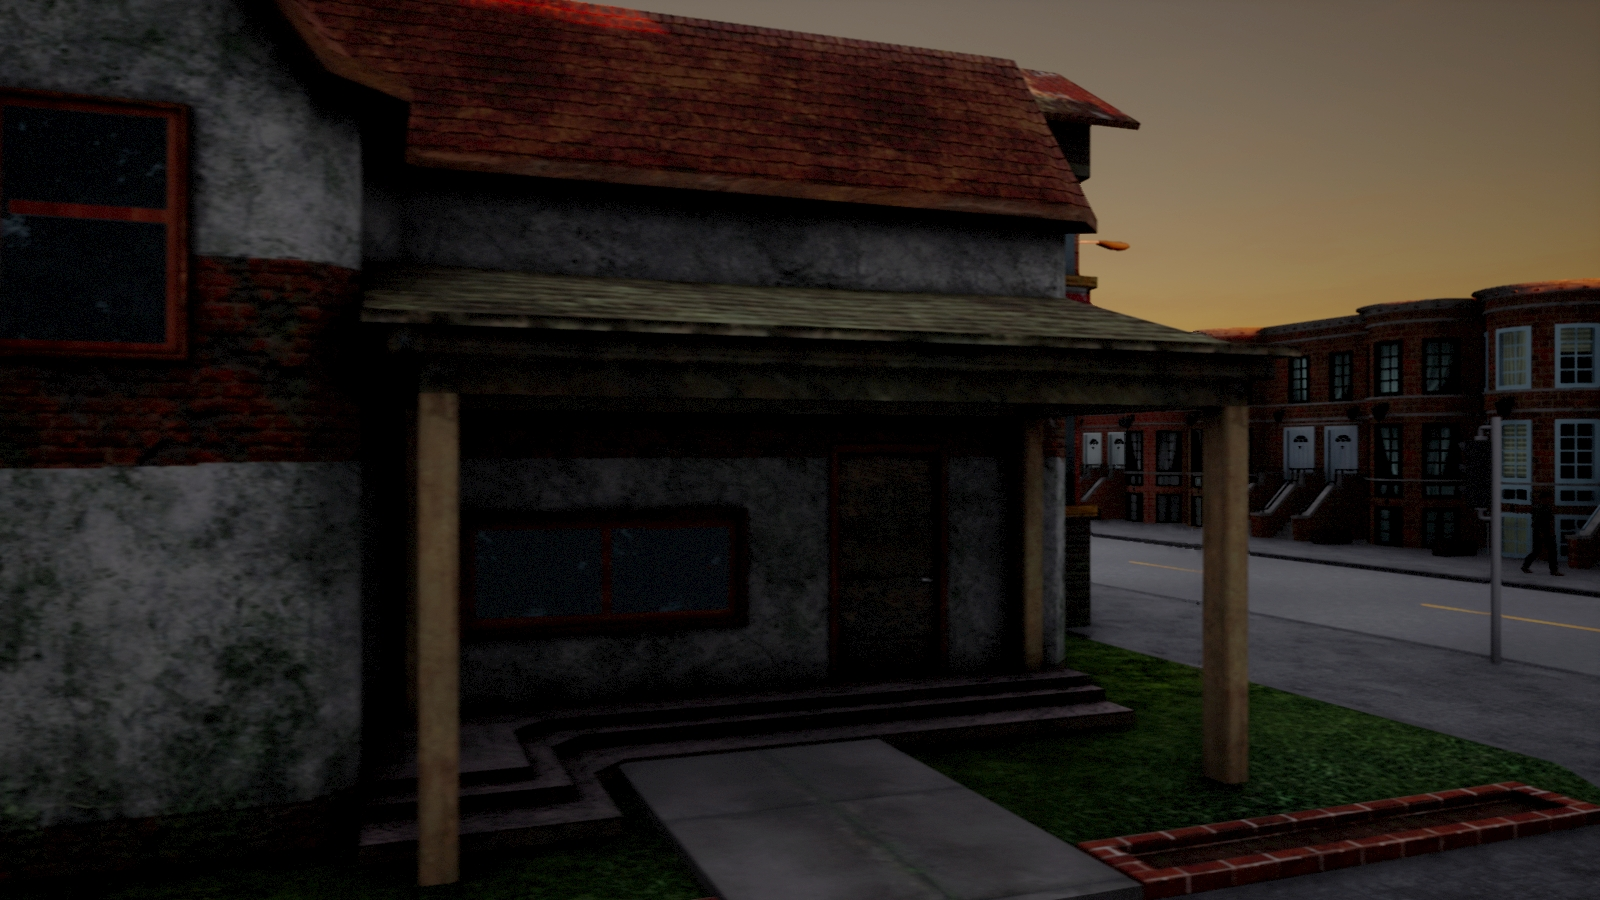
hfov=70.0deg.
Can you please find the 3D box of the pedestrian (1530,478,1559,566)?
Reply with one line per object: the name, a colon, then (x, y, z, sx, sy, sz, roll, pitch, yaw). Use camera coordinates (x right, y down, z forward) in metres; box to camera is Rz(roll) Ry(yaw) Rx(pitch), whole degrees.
pedestrian: (15.921, 1.528, 24.426, 0.375, 1.860, 0.375, 0, 0, -20)
